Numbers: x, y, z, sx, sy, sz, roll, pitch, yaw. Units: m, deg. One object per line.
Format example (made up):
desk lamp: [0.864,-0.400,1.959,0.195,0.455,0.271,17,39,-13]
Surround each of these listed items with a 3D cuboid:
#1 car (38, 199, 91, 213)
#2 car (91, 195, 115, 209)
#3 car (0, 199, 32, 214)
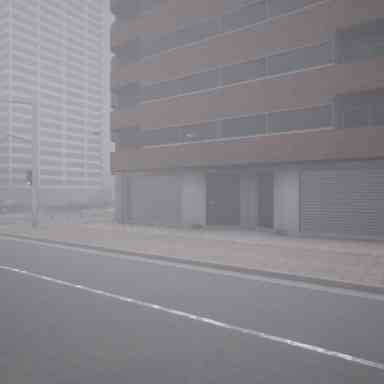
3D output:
car: [-13.872,1.601,36.458,1.895,1.301,4.718,0,0,35]
car: [-12.781,1.505,44.149,1.837,1.490,4.892,0,0,35]
car: [-18.736,1.477,35.595,1.882,1.535,5.008,0,0,35]
